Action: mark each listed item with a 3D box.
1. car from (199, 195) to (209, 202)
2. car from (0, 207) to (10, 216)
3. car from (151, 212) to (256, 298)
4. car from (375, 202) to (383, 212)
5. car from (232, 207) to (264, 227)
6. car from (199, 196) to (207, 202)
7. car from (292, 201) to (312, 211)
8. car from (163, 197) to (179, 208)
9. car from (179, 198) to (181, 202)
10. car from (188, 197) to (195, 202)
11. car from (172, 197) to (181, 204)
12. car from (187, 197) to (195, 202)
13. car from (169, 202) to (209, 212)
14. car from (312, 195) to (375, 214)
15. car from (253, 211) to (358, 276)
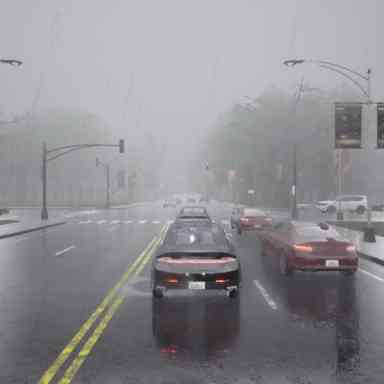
[{"bbox_3d":[3.084,1.642,82.614,2.150,2.045,5.566,0,-1,0],"label":"car"},{"bbox_3d":[-19.815,1.551,30.550,5.357,1.411,2.033,0,0,-1],"label":"car"},{"bbox_3d":[0.083,1.496,8.498,2.128,1.511,4.902,0,0,0],"label":"car"},{"bbox_3d":[24.598,1.698,40.926,5.008,1.535,1.882,0,0,-1],"label":"car"},{"bbox_3d":[3.322,1.555,19.027,1.812,1.442,4.674,0,0,1],"label":"car"},{"bbox_3d":[3.061,1.952,93.002,2.033,1.411,5.357,0,-1,0],"label":"car"},{"bbox_3d":[14.784,1.772,40.828,4.718,1.301,1.895,0,0,0],"label":"car"},{"bbox_3d":[-3.448,1.760,52.051,1.895,1.301,4.718,0,0,0],"label":"car"},{"bbox_3d":[-3.429,1.714,62.733,2.128,1.511,4.902,0,0,1],"label":"car"},{"bbox_3d":[-0.189,1.965,92.995,1.994,1.385,4.181,0,-1,0],"label":"car"},{"bbox_3d":[-3.400,1.880,74.066,1.994,1.385,4.181,0,-1,0],"label":"car"},{"bbox_3d":[-0.166,1.893,82.541,1.882,1.535,5.008,0,-1,0],"label":"car"},{"bbox_3d":[0.065,1.517,17.906,2.128,1.511,4.902,0,0,0],"label":"car"},{"bbox_3d":[17.031,1.399,37.607,5.566,2.045,2.150,0,0,-1],"label":"car"},{"bbox_3d":[3.326,1.533,10.219,1.812,1.442,4.674,0,0,0],"label":"car"}]
